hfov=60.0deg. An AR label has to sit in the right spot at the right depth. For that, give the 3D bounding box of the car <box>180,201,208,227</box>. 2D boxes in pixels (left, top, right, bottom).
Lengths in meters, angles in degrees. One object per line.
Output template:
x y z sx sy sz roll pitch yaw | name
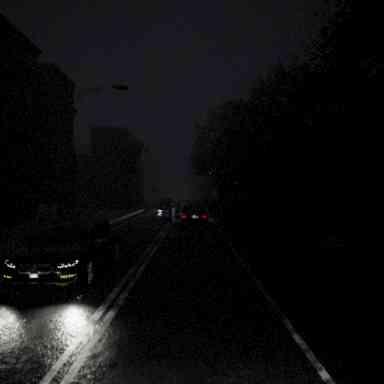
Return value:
0.128 1.566 22.948 2.033 1.411 5.357 0 0 0 | car

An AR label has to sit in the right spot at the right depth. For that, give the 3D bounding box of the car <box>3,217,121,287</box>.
-3.323 1.520 9.432 1.837 1.490 4.892 0 0 0 | car

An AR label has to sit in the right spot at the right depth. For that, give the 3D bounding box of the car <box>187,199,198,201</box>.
0.093 1.588 43.821 1.895 1.301 4.718 0 0 0 | car

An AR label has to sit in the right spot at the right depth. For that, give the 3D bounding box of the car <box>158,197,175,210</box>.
-3.341 1.490 43.700 1.837 1.490 4.892 0 1 0 | car
